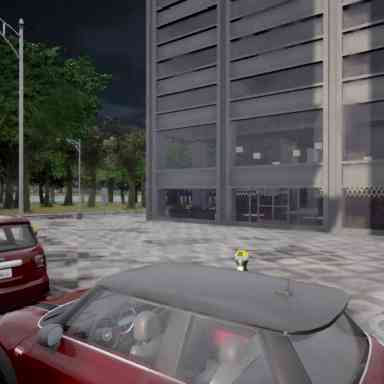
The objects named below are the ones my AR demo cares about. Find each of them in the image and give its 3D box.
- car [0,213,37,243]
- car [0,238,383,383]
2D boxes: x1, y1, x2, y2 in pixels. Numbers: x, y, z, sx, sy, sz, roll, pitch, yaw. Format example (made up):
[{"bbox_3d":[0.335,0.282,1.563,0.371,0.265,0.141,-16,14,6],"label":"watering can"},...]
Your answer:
[{"bbox_3d":[-4.780,1.315,6.367,5.009,1.841,2.192,0,0,35],"label":"car"},{"bbox_3d":[-0.351,1.440,3.212,4.097,1.590,1.967,0,0,35],"label":"car"}]
